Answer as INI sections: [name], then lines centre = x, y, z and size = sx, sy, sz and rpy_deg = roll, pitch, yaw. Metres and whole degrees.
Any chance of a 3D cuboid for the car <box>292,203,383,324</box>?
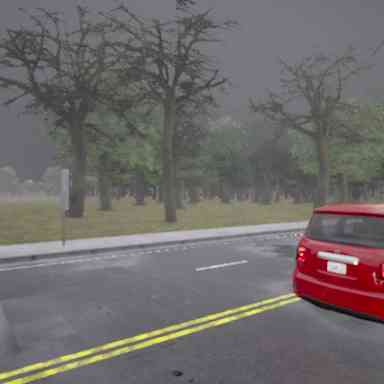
[car]
centre = 4.366, 1.231, 6.574
size = 5.566, 2.045, 2.150
rpy_deg = 0, 0, -35
